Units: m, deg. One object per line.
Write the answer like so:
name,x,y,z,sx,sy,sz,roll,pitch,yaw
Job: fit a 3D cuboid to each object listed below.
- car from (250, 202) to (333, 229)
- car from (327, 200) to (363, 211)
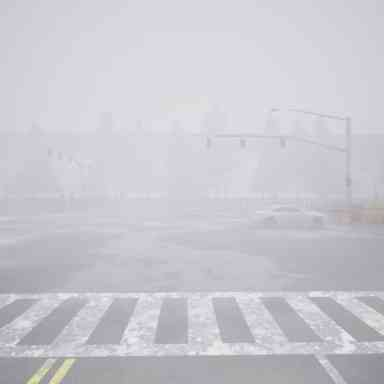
car,6.029,1.525,20.983,4.674,1.442,1.812,0,0,-2
car,15.416,1.547,35.488,5.357,1.411,2.033,0,0,-2
